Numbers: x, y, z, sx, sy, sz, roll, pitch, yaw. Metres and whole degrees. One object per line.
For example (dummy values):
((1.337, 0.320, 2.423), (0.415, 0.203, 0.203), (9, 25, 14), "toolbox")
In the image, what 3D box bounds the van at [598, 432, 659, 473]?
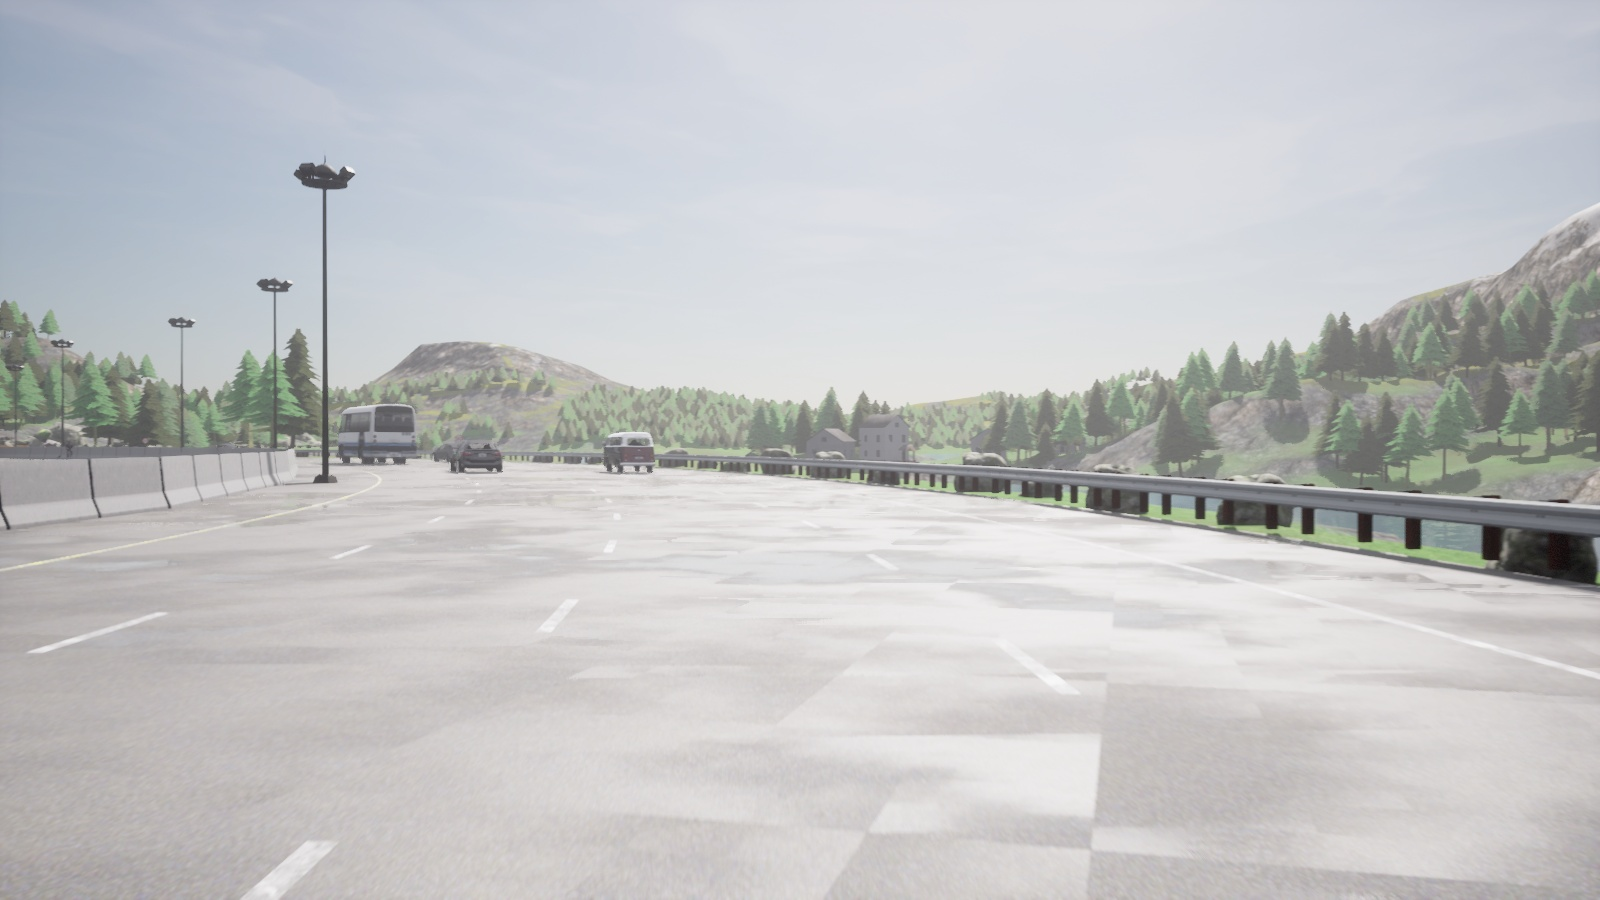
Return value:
((-8.793, 0.104, 64.155), (2.069, 2.038, 4.480), (0, 0, -22), "van")

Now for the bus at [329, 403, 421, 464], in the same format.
((-31.478, -1.166, 92.672), (3.944, 4.253, 10.273), (0, 0, -33), "bus")

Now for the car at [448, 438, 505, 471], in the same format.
((-16.959, 0.213, 65.660), (2.242, 1.667, 4.611), (0, 0, -23), "car")
